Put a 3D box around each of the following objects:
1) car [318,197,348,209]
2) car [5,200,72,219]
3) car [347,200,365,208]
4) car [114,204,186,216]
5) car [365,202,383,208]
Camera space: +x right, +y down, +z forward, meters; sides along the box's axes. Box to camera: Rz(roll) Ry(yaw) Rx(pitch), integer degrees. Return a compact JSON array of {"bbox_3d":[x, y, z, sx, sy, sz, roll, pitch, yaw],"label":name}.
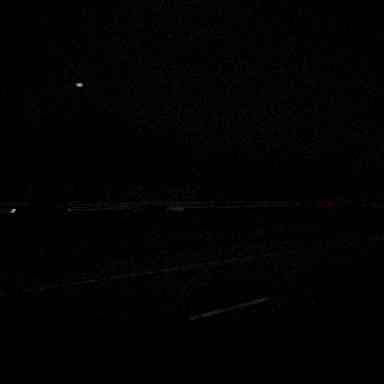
[{"bbox_3d":[20.946,1.778,48.964,5.566,2.045,2.150,1,-1,-35],"label":"car"},{"bbox_3d":[-11.810,1.407,25.656,4.553,1.767,2.097,1,0,-35],"label":"car"},{"bbox_3d":[24.337,2.146,47.077,4.181,1.385,1.994,1,-1,-35],"label":"car"},{"bbox_3d":[-2.803,1.600,19.178,4.892,1.490,1.837,1,-1,-35],"label":"car"},{"bbox_3d":[25.066,2.035,43.308,5.008,1.535,1.882,1,-1,-35],"label":"car"}]
